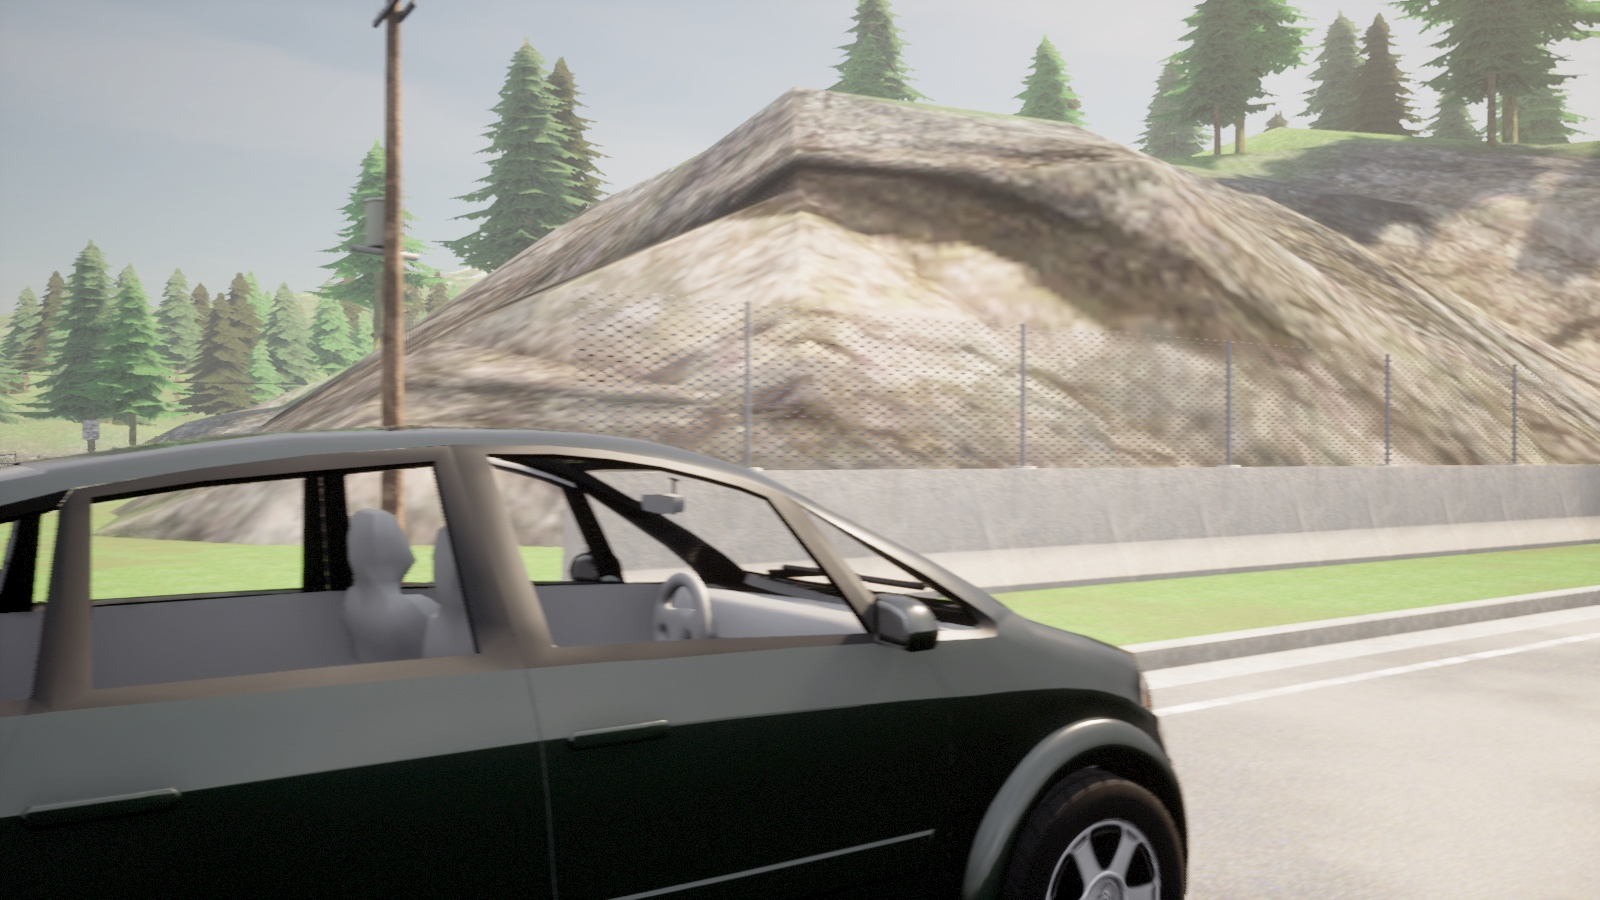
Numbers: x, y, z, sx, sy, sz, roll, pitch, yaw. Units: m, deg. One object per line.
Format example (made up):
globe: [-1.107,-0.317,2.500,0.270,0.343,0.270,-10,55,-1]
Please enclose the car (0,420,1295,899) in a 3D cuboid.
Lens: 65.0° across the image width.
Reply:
car: [-0.639,0.732,3.214,3.705,1.549,1.789,0,0,-35]
